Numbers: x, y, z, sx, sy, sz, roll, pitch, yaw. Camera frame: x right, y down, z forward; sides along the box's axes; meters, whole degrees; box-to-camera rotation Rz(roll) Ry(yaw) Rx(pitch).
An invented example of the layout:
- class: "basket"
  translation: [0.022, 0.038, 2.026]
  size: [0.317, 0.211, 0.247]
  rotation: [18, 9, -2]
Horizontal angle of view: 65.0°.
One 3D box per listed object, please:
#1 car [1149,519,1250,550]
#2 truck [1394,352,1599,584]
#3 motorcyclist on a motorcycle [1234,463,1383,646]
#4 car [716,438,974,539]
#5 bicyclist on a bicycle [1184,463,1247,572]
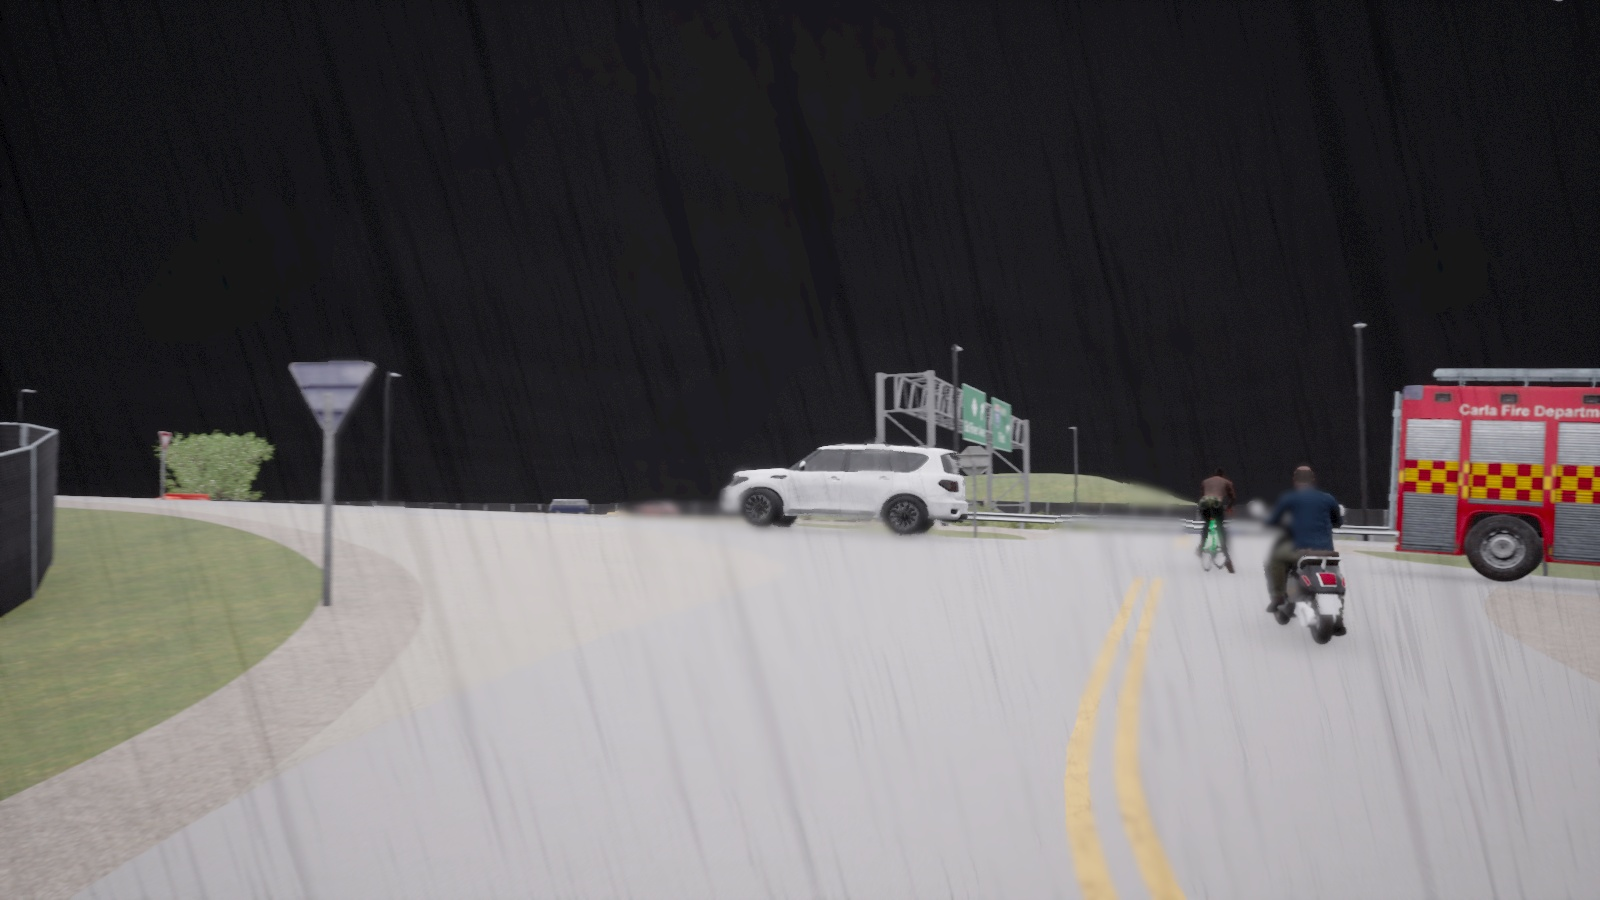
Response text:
- class: "car"
  translation: [19.768, 4.168, 62.065]
  size: [4.674, 1.442, 1.812]
  rotation: [-1, -3, 20]
- class: "truck"
  translation: [14.992, 0.405, 21.318]
  size: [8.468, 3.827, 2.891]
  rotation: [2, -2, 32]
- class: "motorcyclist on a motorcycle"
  translation: [4.761, 0.921, 11.895]
  size: [0.866, 1.590, 1.817]
  rotation: [0, 0, 7]
- class: "car"
  translation: [1.089, 0.882, 29.040]
  size: [5.566, 2.045, 2.150]
  rotation: [2, -2, 14]
- class: "bicyclist on a bicycle"
  translation: [6.490, 1.034, 19.566]
  size: [0.582, 1.620, 1.656]
  rotation: [0, -1, 30]
